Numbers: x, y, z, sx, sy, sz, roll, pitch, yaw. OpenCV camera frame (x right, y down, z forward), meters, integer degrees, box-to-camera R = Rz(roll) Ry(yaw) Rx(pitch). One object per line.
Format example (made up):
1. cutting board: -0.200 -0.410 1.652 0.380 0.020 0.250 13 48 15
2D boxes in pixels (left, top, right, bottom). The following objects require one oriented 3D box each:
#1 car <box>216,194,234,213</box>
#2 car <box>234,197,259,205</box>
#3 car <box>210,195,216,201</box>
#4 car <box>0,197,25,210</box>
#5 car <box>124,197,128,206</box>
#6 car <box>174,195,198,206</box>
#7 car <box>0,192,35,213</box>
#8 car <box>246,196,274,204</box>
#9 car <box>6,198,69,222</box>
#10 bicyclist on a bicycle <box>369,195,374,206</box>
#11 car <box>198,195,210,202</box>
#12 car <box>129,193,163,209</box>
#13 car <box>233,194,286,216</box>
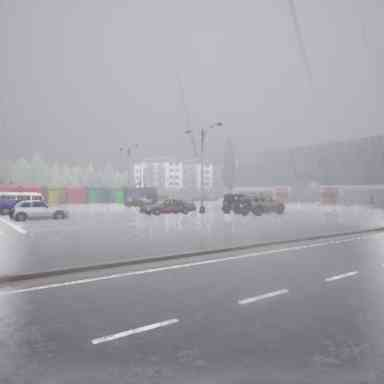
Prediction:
1. car: 4.654 1.154 32.299 3.866 1.878 1.905 0 0 -35
2. car: 10.148 1.615 62.341 1.895 1.301 4.718 0 0 -34
3. car: 4.144 1.439 77.587 1.812 1.442 4.674 0 0 -34
4. car: -22.624 1.361 40.555 3.905 1.438 1.784 0 0 -35
5. car: -8.379 1.393 50.663 3.806 1.475 1.970 0 0 -35
6. car: -1.217 1.598 66.726 1.994 1.385 4.181 0 0 -34
7. car: -21.002 1.150 38.154 4.605 1.855 1.932 0 0 -35
8. car: 13.072 1.562 64.265 2.033 1.411 5.357 0 0 -34
9. car: -11.165 1.393 24.415 3.806 1.475 1.970 0 0 -35
10. bicyclist on a bicycle: 27.398 1.301 50.762 1.656 1.620 0.582 0 0 -34
11. car: 1.238 1.392 75.637 1.882 1.535 5.008 0 0 -34
12. car: -6.715 1.154 48.294 3.866 1.878 1.905 0 0 -35
13. car: 6.282 1.151 29.905 4.605 1.855 1.932 0 0 -35
